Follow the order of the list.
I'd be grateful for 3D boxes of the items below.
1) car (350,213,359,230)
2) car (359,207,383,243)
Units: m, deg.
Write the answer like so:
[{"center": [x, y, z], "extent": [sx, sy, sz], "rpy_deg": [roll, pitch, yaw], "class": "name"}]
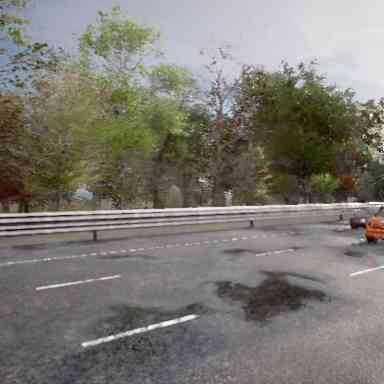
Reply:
[{"center": [11.678, 1.651, 20.660], "extent": [4.181, 1.385, 1.994], "rpy_deg": [0, 0, -35], "class": "car"}, {"center": [9.937, 1.419, 15.131], "extent": [4.553, 1.767, 2.097], "rpy_deg": [0, 0, -35], "class": "car"}]
